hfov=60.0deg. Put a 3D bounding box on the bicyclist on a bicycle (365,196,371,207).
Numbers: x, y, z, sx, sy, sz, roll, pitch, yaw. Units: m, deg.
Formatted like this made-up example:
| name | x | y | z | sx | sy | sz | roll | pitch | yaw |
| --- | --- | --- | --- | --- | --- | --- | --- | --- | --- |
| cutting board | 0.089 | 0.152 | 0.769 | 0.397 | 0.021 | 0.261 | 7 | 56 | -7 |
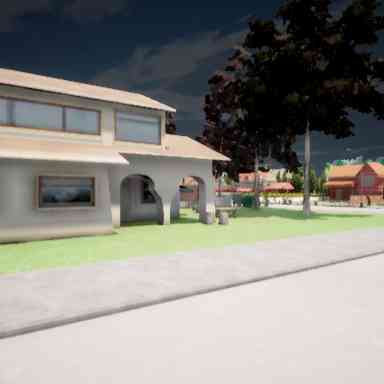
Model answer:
| name | x | y | z | sx | sy | sz | roll | pitch | yaw |
| --- | --- | --- | --- | --- | --- | --- | --- | --- | --- |
| bicyclist on a bicycle | 24.953 | 1.324 | 47.055 | 1.656 | 1.620 | 0.582 | 0 | 0 | -36 |
